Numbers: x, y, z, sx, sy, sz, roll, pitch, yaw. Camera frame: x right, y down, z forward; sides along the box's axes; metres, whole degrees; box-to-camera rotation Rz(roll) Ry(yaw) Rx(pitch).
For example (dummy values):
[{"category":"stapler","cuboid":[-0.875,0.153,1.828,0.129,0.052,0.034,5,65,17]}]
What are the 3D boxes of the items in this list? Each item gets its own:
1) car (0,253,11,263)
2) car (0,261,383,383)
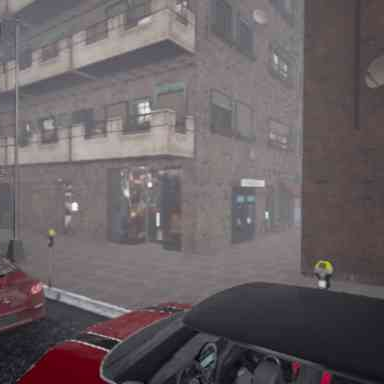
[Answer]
[{"category":"car","cuboid":[-4.164,1.576,5.680,4.206,1.307,1.802,0,1,36]},{"category":"car","cuboid":[0.450,1.440,2.392,4.097,1.590,1.967,0,1,36]}]
